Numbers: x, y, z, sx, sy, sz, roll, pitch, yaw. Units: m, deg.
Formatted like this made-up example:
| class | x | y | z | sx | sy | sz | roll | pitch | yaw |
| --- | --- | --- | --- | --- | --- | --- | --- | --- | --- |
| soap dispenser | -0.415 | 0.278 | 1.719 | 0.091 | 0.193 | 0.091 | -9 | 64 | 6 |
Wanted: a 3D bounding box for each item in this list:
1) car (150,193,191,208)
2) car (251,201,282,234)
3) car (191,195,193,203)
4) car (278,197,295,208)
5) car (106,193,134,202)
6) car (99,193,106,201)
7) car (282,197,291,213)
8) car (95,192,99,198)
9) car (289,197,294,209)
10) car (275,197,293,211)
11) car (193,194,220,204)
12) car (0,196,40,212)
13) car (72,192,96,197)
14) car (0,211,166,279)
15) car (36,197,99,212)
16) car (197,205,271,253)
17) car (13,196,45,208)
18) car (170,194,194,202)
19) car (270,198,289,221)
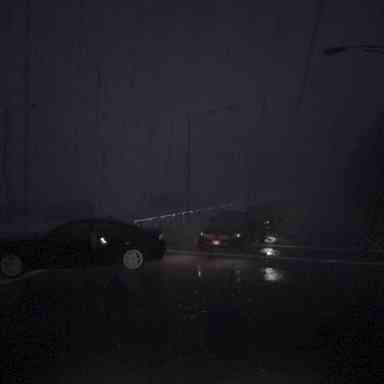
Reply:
| class | x | y | z | sx | sy | sz | roll | pitch | yaw |
| --- | --- | --- | --- | --- | --- | --- | --- | --- | --- |
| car | -2.942 | 1.073 | 41.767 | 4.605 | 1.855 | 1.932 | 0 | 0 | 18 |
| car | 3.972 | 1.489 | 19.294 | 1.837 | 1.490 | 4.892 | 0 | 0 | 19 |
| car | -2.402 | 1.052 | 44.651 | 3.866 | 1.878 | 1.905 | 0 | 0 | 18 |
| car | 13.567 | 1.467 | 47.669 | 2.128 | 1.511 | 4.902 | 0 | 0 | 19 |
| car | -13.771 | 1.044 | 65.311 | 4.605 | 1.855 | 1.932 | 0 | 0 | 18 |
| car | -20.172 | 1.012 | 70.943 | 3.866 | 1.878 | 1.905 | 0 | 0 | 18 |
| car | 7.766 | 1.486 | 30.501 | 1.837 | 1.490 | 4.892 | 0 | 0 | 19 |
| car | -21.816 | 1.297 | 67.989 | 3.806 | 1.475 | 1.970 | 0 | 0 | 19 |
| car | 9.808 | 1.543 | 36.539 | 1.994 | 1.385 | 4.181 | 0 | 0 | 19 |
| car | 11.683 | 1.482 | 42.094 | 1.837 | 1.490 | 4.892 | 0 | 0 | 19 |
| car | 1.693 | 1.124 | 56.772 | 5.027 | 1.636 | 2.152 | 0 | 0 | 19 |
| car | -15.098 | 1.355 | 29.404 | 3.806 | 1.475 | 1.970 | 0 | 0 | 19 |
| car | -18.433 | 1.248 | 53.738 | 4.514 | 1.523 | 2.007 | 0 | 0 | 18 |
| car | -3.278 | 1.475 | 9.864 | 5.008 | 1.535 | 1.882 | 0 | 0 | -15 |
| car | -9.021 | 1.355 | 24.205 | 3.633 | 1.501 | 1.845 | 0 | 0 | 18 |
| car | 1.822 | 1.514 | 13.886 | 1.812 | 1.442 | 4.674 | 0 | 0 | 24 |
| car | -21.672 | 1.272 | 44.284 | 3.633 | 1.501 | 1.845 | 0 | 0 | 18 |
| car | -2.065 | 1.256 | 68.682 | 4.514 | 1.523 | 2.007 | 0 | 0 | 18 |
| car | 5.885 | 1.474 | 24.939 | 2.128 | 1.511 | 4.902 | 0 | 0 | 19 |
